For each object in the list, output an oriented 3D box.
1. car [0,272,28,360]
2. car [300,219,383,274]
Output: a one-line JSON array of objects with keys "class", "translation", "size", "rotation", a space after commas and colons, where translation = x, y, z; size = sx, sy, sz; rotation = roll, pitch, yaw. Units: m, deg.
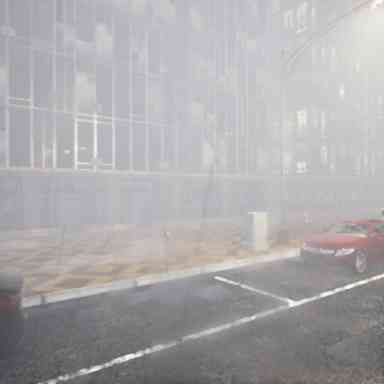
[{"class": "car", "translation": [-4.154, 1.577, 3.592], "size": [4.313, 1.339, 1.947], "rotation": [-1, 1, -36]}, {"class": "car", "translation": [5.112, 1.502, 10.203], "size": [4.206, 1.307, 1.802], "rotation": [-1, 1, -36]}]
